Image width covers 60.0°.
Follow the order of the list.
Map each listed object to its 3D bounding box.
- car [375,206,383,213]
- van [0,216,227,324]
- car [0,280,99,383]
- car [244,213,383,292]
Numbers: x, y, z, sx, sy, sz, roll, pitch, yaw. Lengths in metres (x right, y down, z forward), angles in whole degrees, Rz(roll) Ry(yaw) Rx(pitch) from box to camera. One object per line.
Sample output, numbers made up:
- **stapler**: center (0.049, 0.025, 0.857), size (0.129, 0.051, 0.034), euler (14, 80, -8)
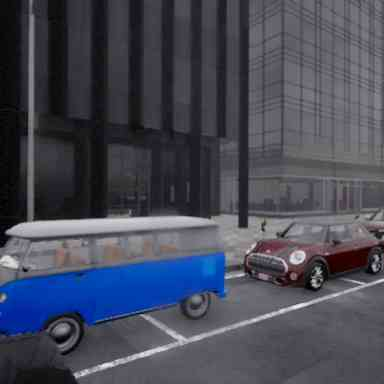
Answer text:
- **car**: center (7.875, 1.379, 12.261), size (5.009, 1.841, 2.192), euler (0, 0, -35)
- **van**: center (-1.260, 1.351, 5.749), size (3.998, 1.788, 1.690), euler (0, 0, -35)
- **car**: center (-2.854, 1.593, 1.345), size (4.718, 1.301, 1.895), euler (0, 0, -35)
- **car**: center (3.307, 1.477, 9.005), size (4.097, 1.590, 1.967), euler (0, 0, -35)
